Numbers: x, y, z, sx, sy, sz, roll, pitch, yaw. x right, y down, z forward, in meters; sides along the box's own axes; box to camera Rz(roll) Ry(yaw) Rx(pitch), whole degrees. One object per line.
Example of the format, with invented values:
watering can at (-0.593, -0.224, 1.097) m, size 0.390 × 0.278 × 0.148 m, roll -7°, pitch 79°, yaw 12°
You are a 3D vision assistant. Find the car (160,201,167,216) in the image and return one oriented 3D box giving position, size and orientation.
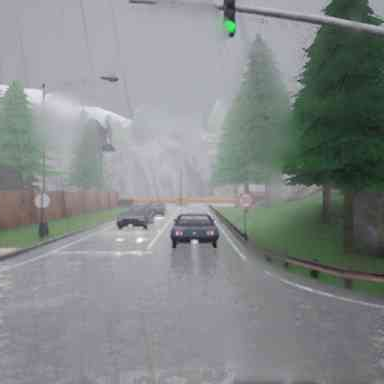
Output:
car at (-3.558, 1.577, 32.018) m, size 1.994 × 1.385 × 4.181 m, roll 0°, pitch 0°, yaw 1°

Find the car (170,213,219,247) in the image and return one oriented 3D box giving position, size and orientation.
car at (0.101, 1.606, 14.938) m, size 1.895 × 1.301 × 4.718 m, roll 0°, pitch 0°, yaw 0°

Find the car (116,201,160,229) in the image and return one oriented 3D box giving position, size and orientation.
car at (-3.577, 1.559, 22.029) m, size 2.033 × 1.411 × 5.357 m, roll 0°, pitch 0°, yaw 0°
